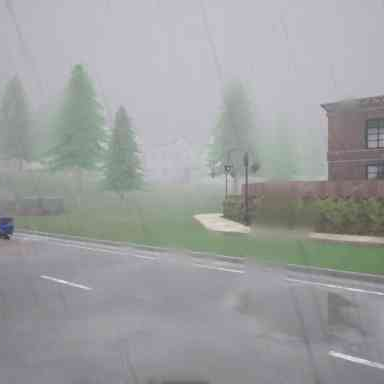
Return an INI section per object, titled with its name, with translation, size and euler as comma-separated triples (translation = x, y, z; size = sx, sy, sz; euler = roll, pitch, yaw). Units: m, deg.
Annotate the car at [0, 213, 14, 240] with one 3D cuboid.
[car]
translation = -10.368, 1.477, 15.688
size = 5.008, 1.535, 1.882
euler = 0, 0, 35
